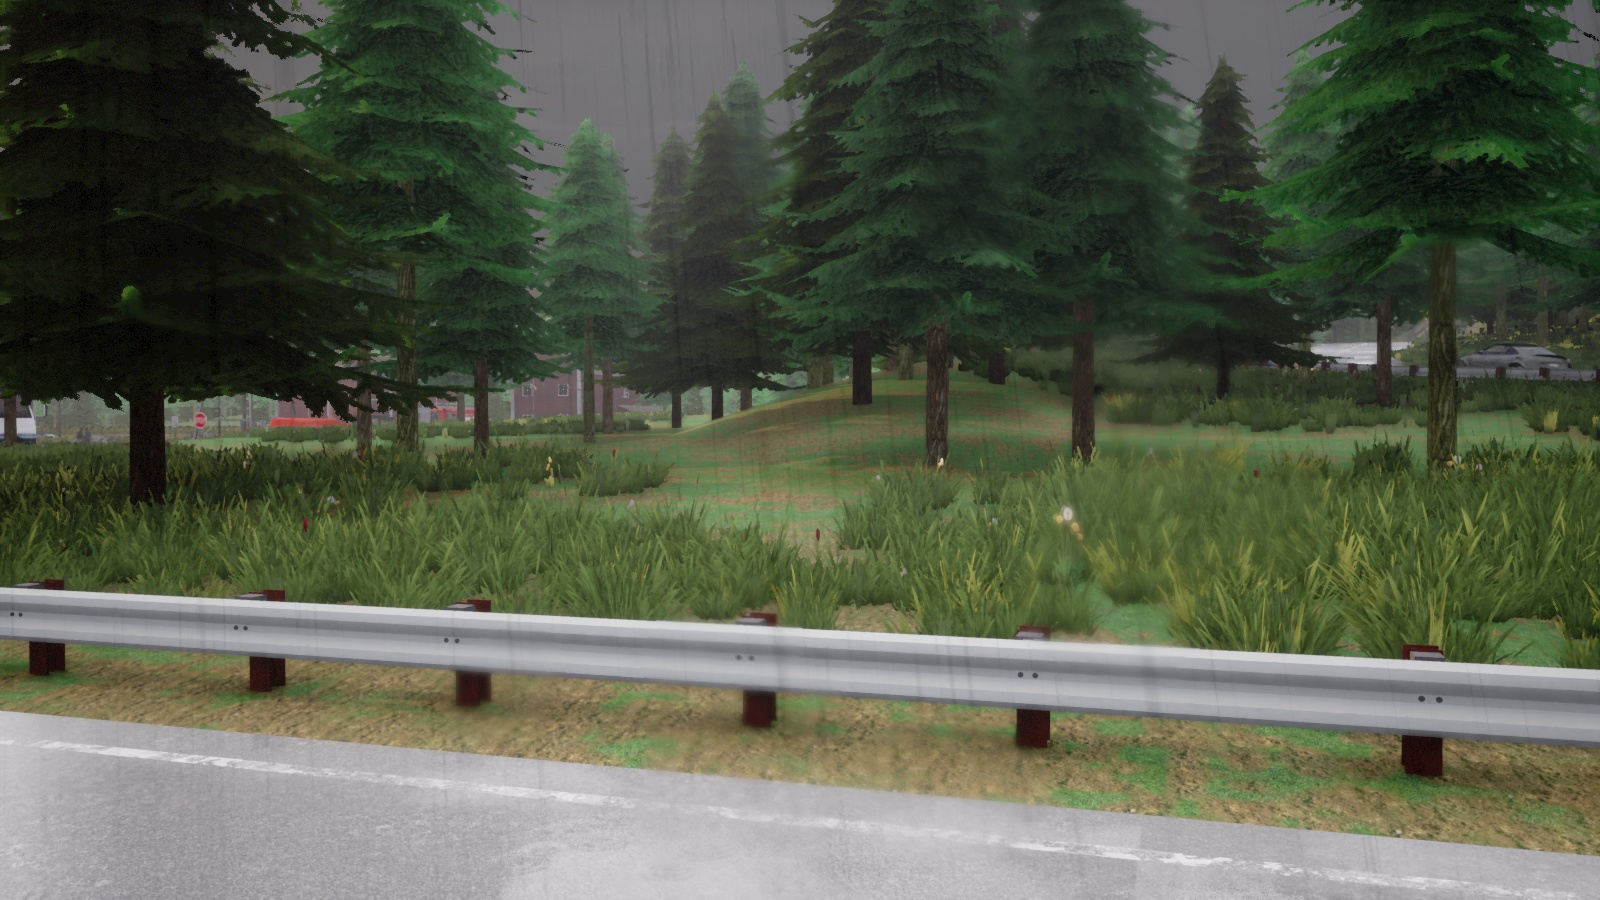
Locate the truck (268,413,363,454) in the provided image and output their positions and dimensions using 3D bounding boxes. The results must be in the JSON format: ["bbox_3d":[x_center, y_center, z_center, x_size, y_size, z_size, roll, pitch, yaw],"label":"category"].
[{"bbox_3d":[-30.894,-1.037,80.257,2.627,2.467,5.204,2,1,27],"label":"truck"}]

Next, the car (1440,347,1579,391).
[{"bbox_3d":[25.265,-2.945,44.920,1.994,1.385,4.181,0,6,-12],"label":"car"}]

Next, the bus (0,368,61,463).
[{"bbox_3d":[-38.288,-1.546,54.880,3.944,4.253,10.273,1,1,17],"label":"bus"}]
